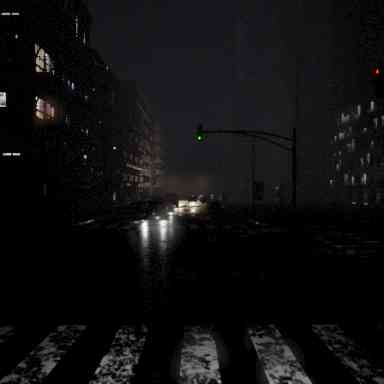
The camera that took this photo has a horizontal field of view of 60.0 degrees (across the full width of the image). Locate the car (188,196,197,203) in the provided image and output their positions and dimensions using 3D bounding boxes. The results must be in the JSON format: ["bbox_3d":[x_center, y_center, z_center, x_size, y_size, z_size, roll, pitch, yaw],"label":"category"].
[{"bbox_3d":[0.119,1.549,69.735,2.033,1.411,5.357,0,0,0],"label":"car"}]

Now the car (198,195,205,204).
[{"bbox_3d":[2.661,1.550,63.612,2.008,1.369,4.403,-1,0,0],"label":"car"}]

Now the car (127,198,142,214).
[{"bbox_3d":[-5.693,1.540,35.312,1.887,1.381,4.507,-1,0,0],"label":"car"}]

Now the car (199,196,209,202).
[{"bbox_3d":[2.663,1.547,74.910,1.887,1.381,4.507,-1,0,0],"label":"car"}]

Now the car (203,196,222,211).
[{"bbox_3d":[2.655,1.540,41.016,1.887,1.381,4.507,-1,0,0],"label":"car"}]

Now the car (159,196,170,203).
[{"bbox_3d":[-5.685,1.583,69.206,1.802,1.307,4.206,-1,0,0],"label":"car"}]

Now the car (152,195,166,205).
[{"bbox_3d":[-5.690,1.438,57.907,1.967,1.590,4.097,-1,0,0],"label":"car"}]

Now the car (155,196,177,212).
[{"bbox_3d":[-3.087,1.521,39.035,1.812,1.442,4.674,0,0,0],"label":"car"}]

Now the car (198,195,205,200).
[{"bbox_3d":[2.667,1.534,92.027,1.752,1.417,4.829,-1,0,0],"label":"car"}]

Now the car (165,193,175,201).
[{"bbox_3d":[-5.685,1.321,86.152,2.192,1.841,5.009,-1,0,0],"label":"car"}]

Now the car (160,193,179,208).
[{"bbox_3d":[-3.079,1.218,49.382,2.150,2.045,5.566,0,0,0],"label":"car"}]

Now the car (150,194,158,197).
[{"bbox_3d":[-5.693,1.436,40.961,1.967,1.590,4.097,-1,0,0],"label":"car"}]

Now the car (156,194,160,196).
[{"bbox_3d":[-5.693,1.312,52.259,2.192,1.841,5.009,-1,0,0],"label":"car"}]

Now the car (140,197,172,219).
[{"bbox_3d":[-3.093,1.500,29.281,1.837,1.490,4.892,0,0,0],"label":"car"}]
